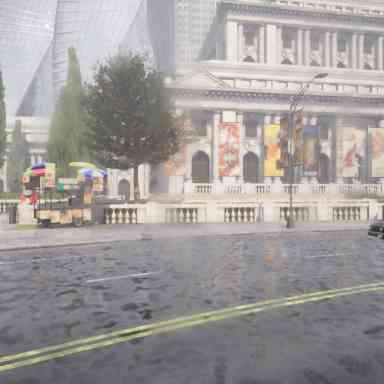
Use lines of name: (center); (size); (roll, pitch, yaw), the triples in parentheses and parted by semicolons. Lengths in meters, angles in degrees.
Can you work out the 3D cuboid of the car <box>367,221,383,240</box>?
car: (10.835, 1.548, 15.116); (5.357, 1.411, 2.033); (0, 0, -11)
